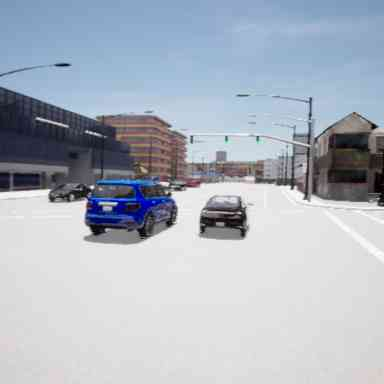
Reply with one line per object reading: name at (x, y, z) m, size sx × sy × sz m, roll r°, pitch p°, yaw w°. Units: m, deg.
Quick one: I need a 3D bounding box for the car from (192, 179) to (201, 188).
car at (0.282, -1.569, 57.524) m, size 1.882 × 1.535 × 5.008 m, roll 2°, pitch 4°, yaw 12°

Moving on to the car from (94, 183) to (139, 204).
car at (-6.313, 0.058, 28.372) m, size 1.837 × 1.490 × 4.892 m, roll 2°, pitch 3°, yaw 12°

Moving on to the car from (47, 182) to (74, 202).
car at (-10.031, -0.014, 27.815) m, size 1.837 × 1.490 × 4.892 m, roll 2°, pitch 3°, yaw 11°

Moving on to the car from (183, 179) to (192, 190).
car at (-2.011, -0.906, 47.343) m, size 2.128 × 1.511 × 4.902 m, roll 2°, pitch 4°, yaw 13°

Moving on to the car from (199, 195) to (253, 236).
car at (1.579, 0.882, 14.609) m, size 2.128 × 1.511 × 4.902 m, roll 2°, pitch 3°, yaw 12°

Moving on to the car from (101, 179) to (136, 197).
car at (-8.011, -0.544, 36.772) m, size 2.097 × 1.767 × 4.553 m, roll 2°, pitch 3°, yaw 12°

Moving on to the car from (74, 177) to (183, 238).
car at (-2.212, 0.550, 13.623) m, size 2.150 × 2.045 × 5.566 m, roll 2°, pitch 2°, yaw 12°

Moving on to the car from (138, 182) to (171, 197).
car at (-4.190, -0.322, 37.867) m, size 2.033 × 1.411 × 5.357 m, roll 2°, pitch 3°, yaw 13°
